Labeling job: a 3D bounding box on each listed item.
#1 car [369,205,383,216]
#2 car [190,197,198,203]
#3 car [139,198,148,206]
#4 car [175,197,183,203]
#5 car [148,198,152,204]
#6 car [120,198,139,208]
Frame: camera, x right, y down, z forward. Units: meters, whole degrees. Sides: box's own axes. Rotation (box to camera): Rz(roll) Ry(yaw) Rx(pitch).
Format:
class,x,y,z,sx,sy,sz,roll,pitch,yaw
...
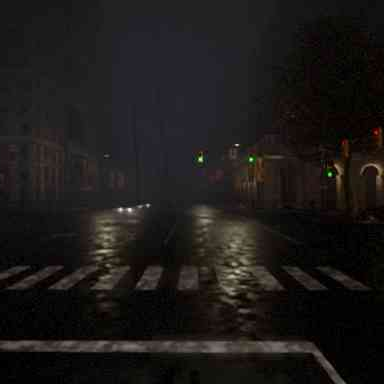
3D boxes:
class,x,y,z,sx,sy,sz,roll,pitch,yaw
car,19.594,1.744,32.412,4.181,1.385,1.994,0,0,1
car,0.463,1.884,78.269,2.128,1.511,4.902,0,0,1
car,-10.297,1.830,63.439,1.882,1.535,5.008,0,0,1
car,-3.036,1.884,78.317,2.128,1.511,4.902,0,0,1
car,-10.102,2.005,73.719,1.895,1.301,4.718,0,0,1
car,-10.394,1.903,54.354,1.895,1.301,4.718,0,0,0
